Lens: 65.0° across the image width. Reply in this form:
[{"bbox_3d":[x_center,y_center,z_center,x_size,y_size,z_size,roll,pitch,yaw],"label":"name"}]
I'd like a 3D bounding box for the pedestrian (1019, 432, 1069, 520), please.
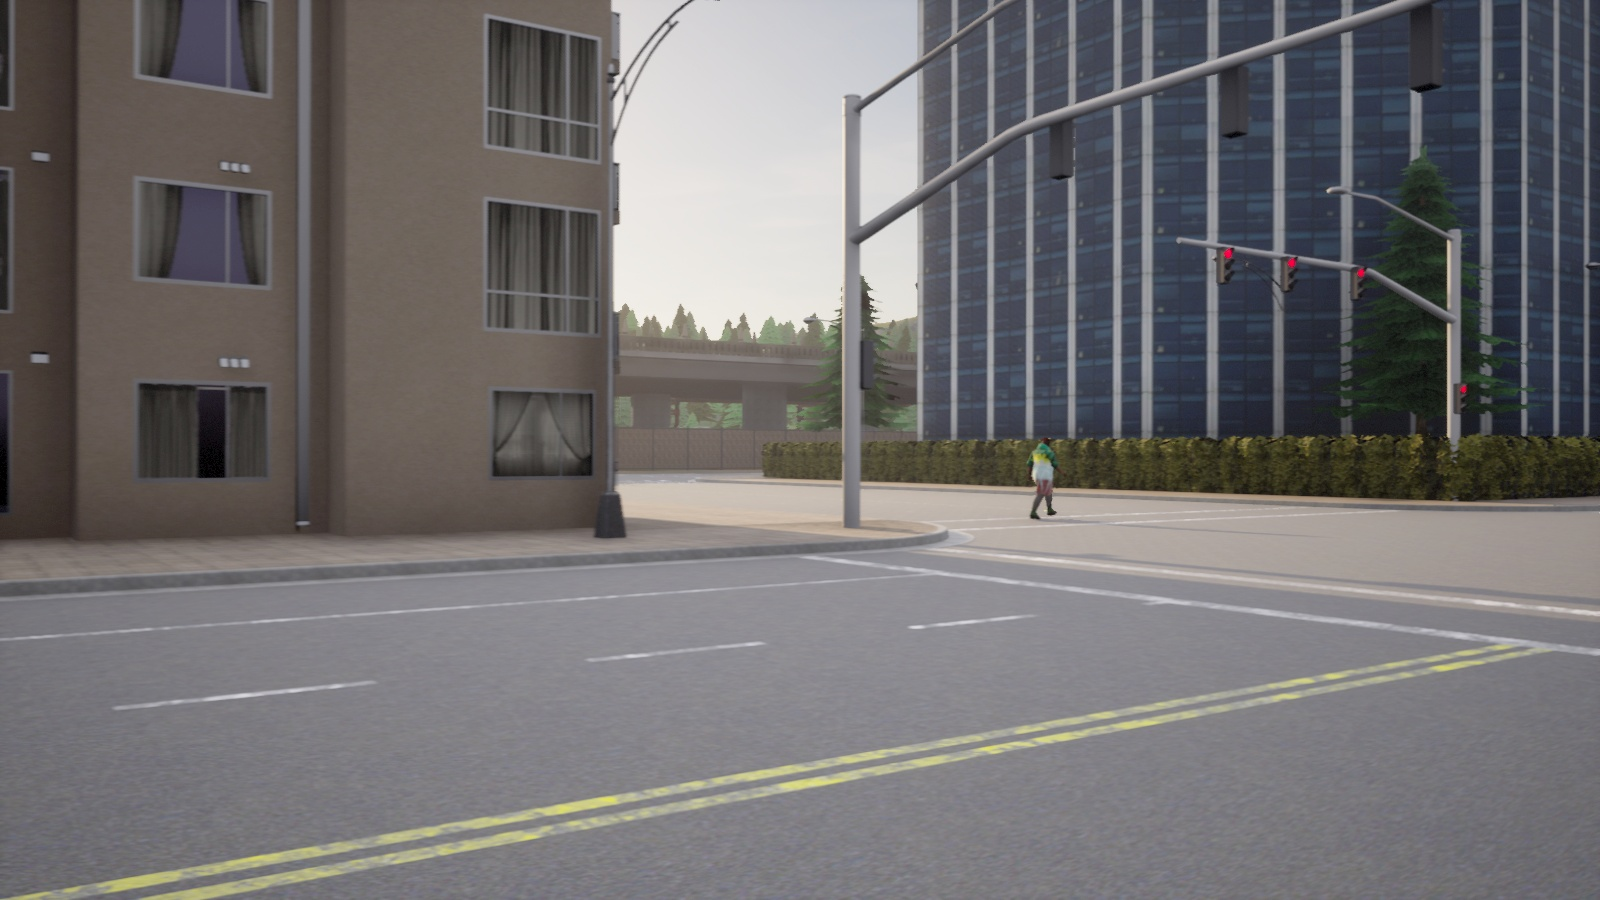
[{"bbox_3d":[5.448,0.571,28.100,0.873,1.952,0.659,0,0,-27],"label":"pedestrian"}]
